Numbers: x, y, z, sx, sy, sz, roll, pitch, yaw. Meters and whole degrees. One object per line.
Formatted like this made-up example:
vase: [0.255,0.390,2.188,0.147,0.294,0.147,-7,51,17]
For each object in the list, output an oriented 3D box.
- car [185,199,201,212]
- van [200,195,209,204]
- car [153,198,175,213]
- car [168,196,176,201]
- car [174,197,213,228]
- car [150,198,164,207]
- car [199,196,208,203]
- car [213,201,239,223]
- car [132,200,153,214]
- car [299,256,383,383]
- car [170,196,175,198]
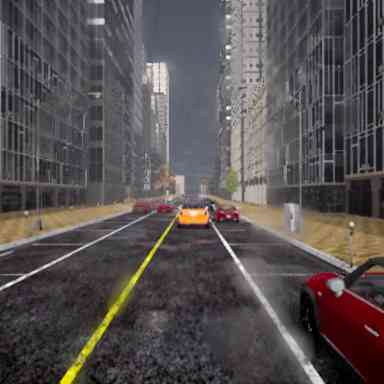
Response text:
car: [0.093,1.671,41.313,1.812,1.442,4.674,0,0,0]
van: [2.691,1.566,72.161,1.690,1.788,3.998,0,0,0]
car: [-3.001,1.737,38.208,1.895,1.301,4.718,0,0,0]
car: [-5.690,1.820,94.939,2.008,1.369,4.403,0,0,0]
car: [0.100,1.441,23.336,2.097,1.767,4.553,0,0,0]
car: [-5.690,1.728,55.090,1.887,1.381,4.507,0,0,0]
car: [2.691,1.678,77.852,1.967,1.590,4.097,0,0,0]
car: [2.691,1.645,26.621,1.887,1.381,4.507,0,0,0]
car: [-5.689,1.680,38.012,1.887,1.381,4.507,0,0,0]
car: [2.691,1.456,3.851,1.967,1.590,4.097,0,0,0]
car: [-5.690,1.785,89.076,1.752,1.417,4.829,0,0,0]
